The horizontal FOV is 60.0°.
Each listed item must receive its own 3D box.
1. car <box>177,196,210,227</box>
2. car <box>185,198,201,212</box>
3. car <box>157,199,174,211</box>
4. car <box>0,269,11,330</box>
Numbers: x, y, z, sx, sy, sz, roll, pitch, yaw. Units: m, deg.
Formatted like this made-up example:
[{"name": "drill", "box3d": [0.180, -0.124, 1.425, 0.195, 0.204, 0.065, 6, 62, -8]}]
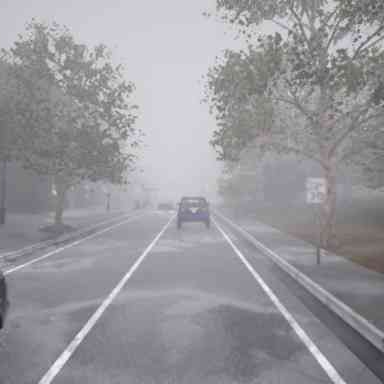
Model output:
[{"name": "car", "box3d": [0.107, 1.305, 23.492, 2.150, 2.045, 5.566, 0, 0, 0]}, {"name": "car", "box3d": [0.120, 1.624, 41.764, 1.882, 1.535, 5.008, 0, 0, 0]}, {"name": "car", "box3d": [-3.513, 1.634, 44.443, 1.882, 1.535, 5.008, 0, 0, 1]}, {"name": "car", "box3d": [-3.598, 1.502, 2.930, 2.128, 1.511, 4.902, 0, 0, 0]}]
